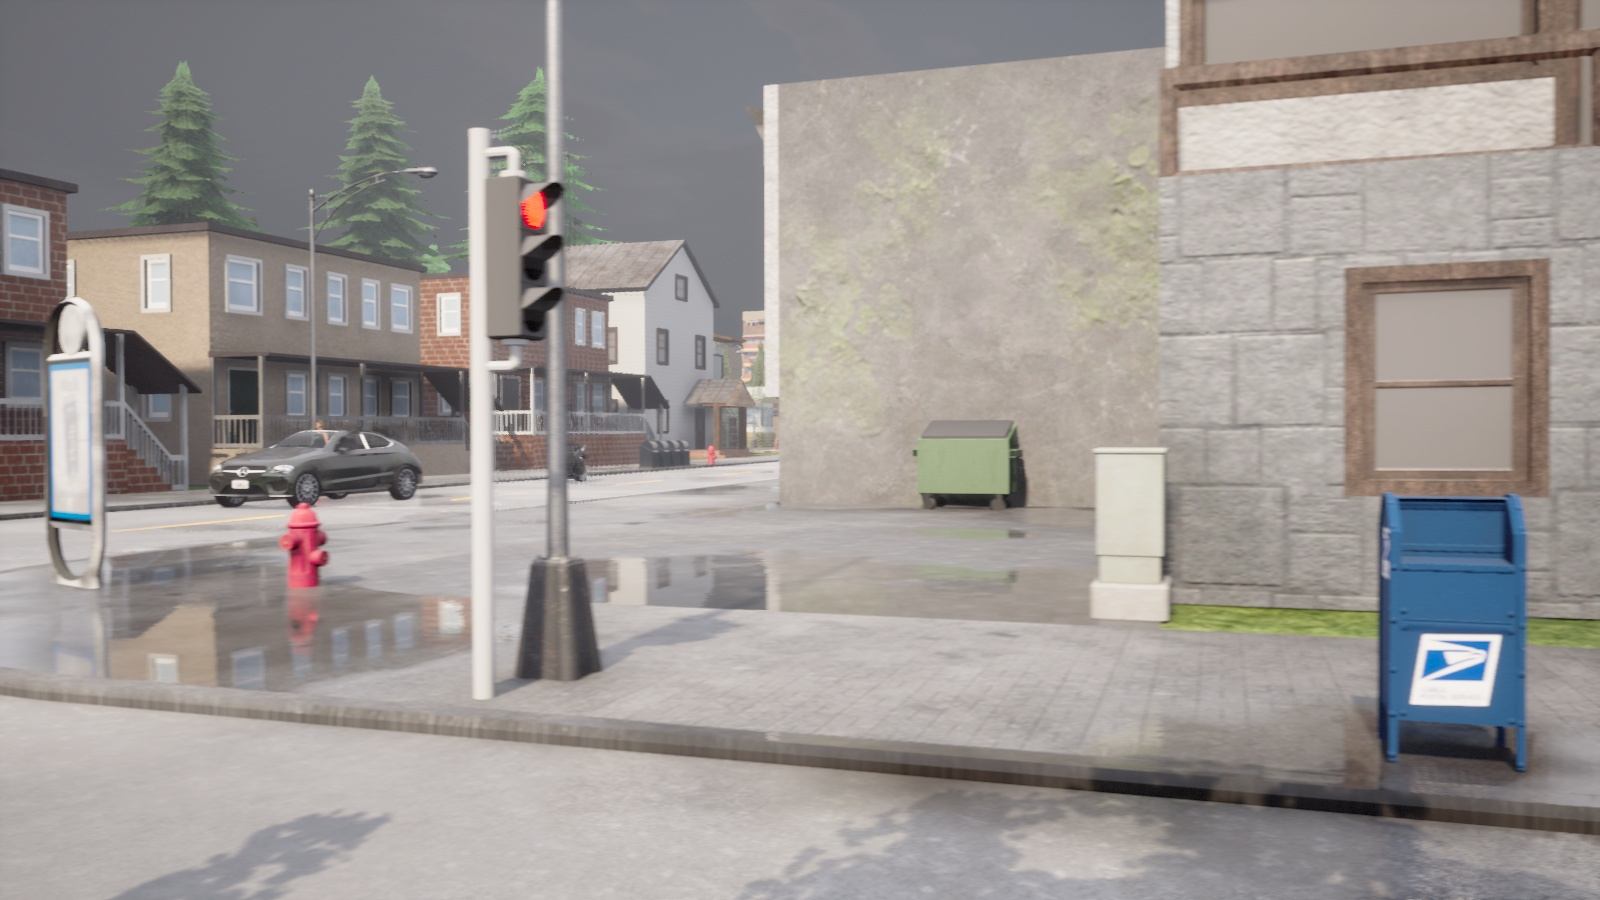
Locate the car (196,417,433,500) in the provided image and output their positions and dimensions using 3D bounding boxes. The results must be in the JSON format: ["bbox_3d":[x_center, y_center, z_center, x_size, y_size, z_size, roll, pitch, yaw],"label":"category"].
[{"bbox_3d":[-10.503,0.123,27.653,2.152,1.651,5.027,1,1,19],"label":"car"}]

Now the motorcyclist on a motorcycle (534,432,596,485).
[{"bbox_3d":[-7.059,0.228,37.867,0.866,1.530,2.191,1,1,19],"label":"motorcyclist on a motorcycle"}]
